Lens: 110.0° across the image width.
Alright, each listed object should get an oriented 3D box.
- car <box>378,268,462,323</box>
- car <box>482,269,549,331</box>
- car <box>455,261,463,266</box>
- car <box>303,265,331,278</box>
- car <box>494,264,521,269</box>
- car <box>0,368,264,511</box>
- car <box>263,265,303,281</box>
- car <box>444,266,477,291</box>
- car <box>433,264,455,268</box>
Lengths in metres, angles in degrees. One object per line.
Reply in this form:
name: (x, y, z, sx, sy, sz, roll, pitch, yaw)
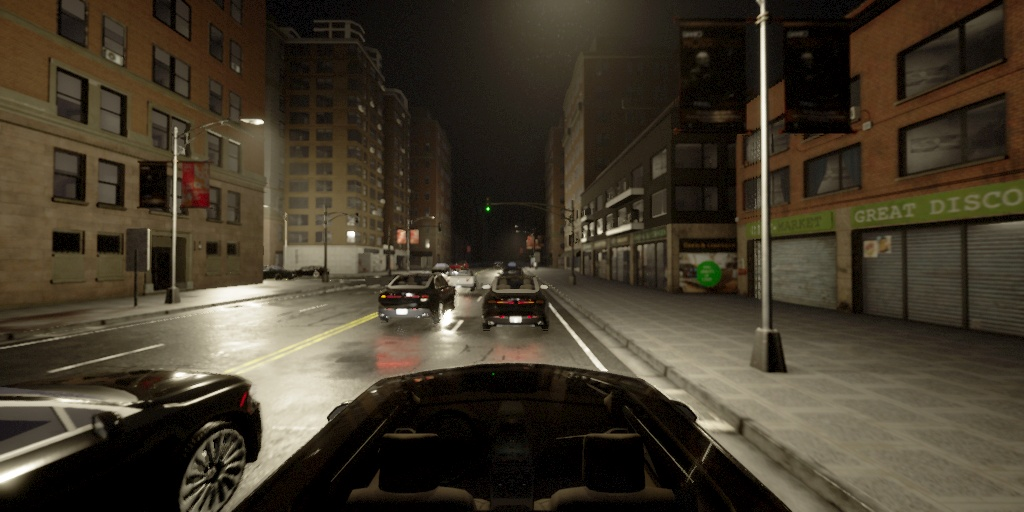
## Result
car: (-3.147, 1.357, 12.674, 1.837, 1.490, 4.892, 0, 0, 0)
car: (0.104, 1.346, 11.437, 1.837, 1.490, 4.892, 0, 0, 0)
car: (-9.810, 1.903, 59.615, 1.895, 1.301, 4.718, 0, -1, 0)
car: (-22.137, 1.688, 39.143, 4.313, 1.339, 1.948, 0, 0, 0)
car: (0.050, 1.471, 22.889, 1.812, 1.442, 4.674, 0, 0, 1)
car: (-3.152, 1.238, 1.247, 2.128, 1.511, 4.902, 0, 0, 0)
car: (-22.533, 1.607, 33.670, 4.181, 1.385, 1.994, 0, -1, 0)
car: (-3.313, 1.555, 23.706, 1.895, 1.301, 4.718, 0, -1, -3)
car: (-9.833, 1.755, 50.017, 2.033, 1.411, 5.357, 0, -1, 0)
